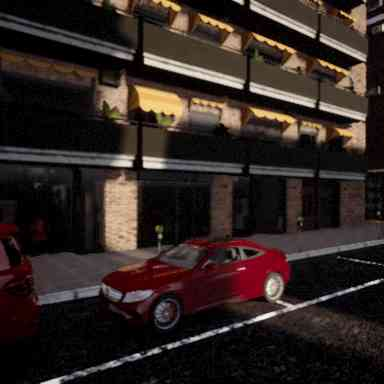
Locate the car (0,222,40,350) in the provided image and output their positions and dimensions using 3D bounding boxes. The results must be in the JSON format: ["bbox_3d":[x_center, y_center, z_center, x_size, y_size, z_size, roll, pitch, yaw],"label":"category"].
[{"bbox_3d":[-4.307,1.309,3.483,5.009,1.841,2.192,0,0,-36],"label":"car"}]

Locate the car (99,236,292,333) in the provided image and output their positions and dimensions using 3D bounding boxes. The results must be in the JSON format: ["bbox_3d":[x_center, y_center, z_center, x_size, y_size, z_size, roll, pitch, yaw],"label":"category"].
[{"bbox_3d":[0.277,1.600,6.760,4.206,1.307,1.802,0,0,-36],"label":"car"}]
